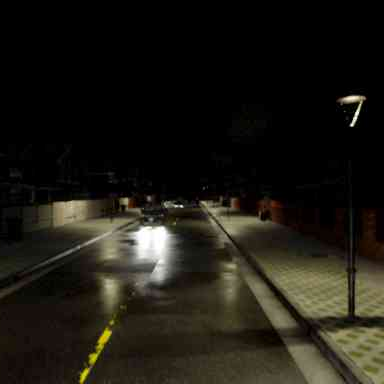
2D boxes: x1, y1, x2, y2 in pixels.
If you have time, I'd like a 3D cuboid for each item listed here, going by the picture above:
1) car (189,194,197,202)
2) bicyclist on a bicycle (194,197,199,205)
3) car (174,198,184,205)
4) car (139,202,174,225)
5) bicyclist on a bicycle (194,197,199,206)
[{"bbox_3d":[0.217,1.515,86.233,2.150,2.045,5.566,0,0,0],"label":"car"},{"bbox_3d":[0.924,1.784,69.124,0.866,1.612,1.509,0,0,0],"label":"bicyclist on a bicycle"},{"bbox_3d":[-2.596,1.894,66.220,1.994,1.385,4.181,0,0,1],"label":"car"},{"bbox_3d":[-2.788,1.636,25.211,2.128,1.511,4.902,0,0,0],"label":"car"},{"bbox_3d":[0.902,1.747,60.124,0.866,1.612,1.509,0,0,0],"label":"bicyclist on a bicycle"}]
